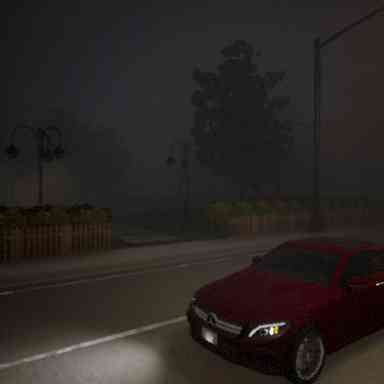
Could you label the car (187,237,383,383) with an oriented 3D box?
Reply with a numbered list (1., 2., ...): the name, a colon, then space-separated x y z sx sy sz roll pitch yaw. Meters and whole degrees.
1. car: 2.113 1.528 5.489 4.674 1.442 1.812 0 0 -35
